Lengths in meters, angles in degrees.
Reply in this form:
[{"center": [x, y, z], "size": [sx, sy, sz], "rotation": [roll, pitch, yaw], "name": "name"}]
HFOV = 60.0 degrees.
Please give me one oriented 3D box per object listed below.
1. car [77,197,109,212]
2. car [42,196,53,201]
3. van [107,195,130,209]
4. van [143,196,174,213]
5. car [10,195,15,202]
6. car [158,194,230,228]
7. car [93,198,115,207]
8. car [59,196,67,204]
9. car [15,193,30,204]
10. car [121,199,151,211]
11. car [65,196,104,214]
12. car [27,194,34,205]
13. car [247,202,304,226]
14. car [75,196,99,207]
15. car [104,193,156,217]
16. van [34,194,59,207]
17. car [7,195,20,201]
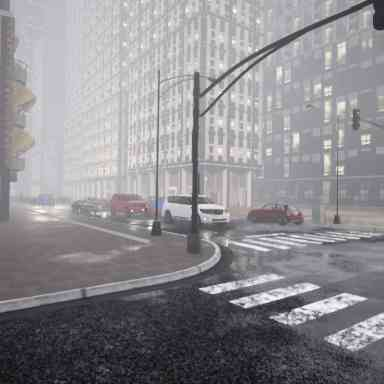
[{"center": [-11.529, 1.411, 38.597], "size": [2.128, 1.511, 4.902], "rotation": [1, -1, -35], "name": "car"}, {"center": [-36.435, 1.569, 83.957], "size": [1.802, 1.307, 4.206], "rotation": [1, -1, -35], "name": "car"}, {"center": [-10.397, 1.366, 47.024], "size": [1.690, 1.788, 3.998], "rotation": [1, -1, -35], "name": "van"}, {"center": [-3.889, 1.380, 37.790], "size": [1.690, 1.788, 3.998], "rotation": [1, -1, -35], "name": "van"}, {"center": [-36.775, 1.396, 69.897], "size": [1.947, 1.339, 4.313], "rotation": [1, -1, -35], "name": "car"}, {"center": [0.085, 1.169, 22.104], "size": [2.150, 2.045, 5.566], "rotation": [1, -1, -35], "name": "car"}, {"center": [-13.656, 1.585, 51.638], "size": [1.947, 1.339, 4.313], "rotation": [1, -1, -35], "name": "car"}, {"center": [-23.996, 1.432, 61.815], "size": [1.882, 1.535, 5.008], "rotation": [1, -1, -35], "name": "car"}, {"center": [-30.263, 1.154, 60.665], "size": [2.192, 1.841, 5.009], "rotation": [1, -1, -35], "name": "car"}, {"center": [-7.147, 1.583, 42.405], "size": [2.008, 1.369, 4.403], "rotation": [1, -1, -35], "name": "car"}, {"center": [-10.742, 1.426, 32.961], "size": [2.008, 1.369, 4.403], "rotation": [1, -1, -35], "name": "car"}, {"center": [-23.759, 1.431, 51.428], "size": [1.802, 1.307, 4.206], "rotation": [1, -1, -35], "name": "car"}, {"center": [5.872, 1.503, 23.938], "size": [1.967, 1.590, 4.097], "rotation": [1, -1, -35], "name": "car"}, {"center": [-15.994, 1.459, 50.461], "size": [2.128, 1.511, 4.902], "rotation": [1, -1, -35], "name": "car"}, {"center": [-5.687, 1.154, 30.297], "size": [2.150, 2.045, 5.566], "rotation": [1, -1, -35], "name": "car"}, {"center": [-20.501, 1.196, 46.814], "size": [1.690, 1.788, 3.998], "rotation": [1, -1, -35], "name": "van"}, {"center": [-40.028, 1.377, 74.514], "size": [2.008, 1.369, 4.403], "rotation": [1, -1, -35], "name": "car"}]
